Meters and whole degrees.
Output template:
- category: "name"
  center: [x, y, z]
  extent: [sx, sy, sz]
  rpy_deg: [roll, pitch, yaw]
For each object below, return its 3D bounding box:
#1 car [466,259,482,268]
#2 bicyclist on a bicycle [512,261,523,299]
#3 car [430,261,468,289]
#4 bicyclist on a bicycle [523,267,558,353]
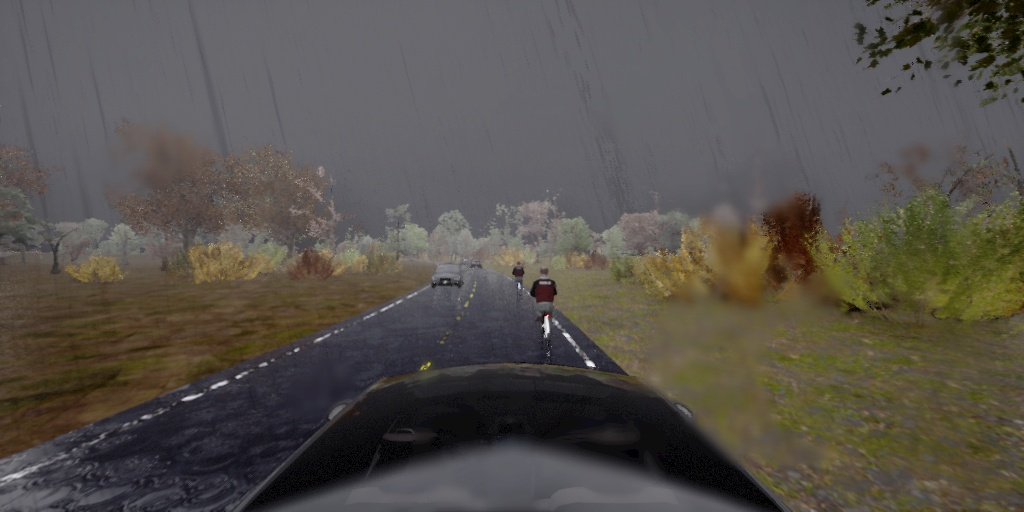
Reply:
- category: "car"
  center: [-6.191, 1.260, 59.939]
  extent: [1.837, 1.490, 4.892]
  rpy_deg: [0, 0, -12]
- category: "bicyclist on a bicycle"
  center: [0.303, 1.122, 17.050]
  extent: [0.659, 1.776, 1.843]
  rpy_deg: [0, 0, -3]
- category: "car"
  center: [-4.067, 1.258, 23.208]
  extent: [1.837, 1.490, 4.892]
  rpy_deg: [0, 0, -5]
- category: "bicyclist on a bicycle"
  center: [0.694, 1.121, 7.985]
  extent: [0.659, 1.776, 1.843]
  rpy_deg: [0, 0, -1]
